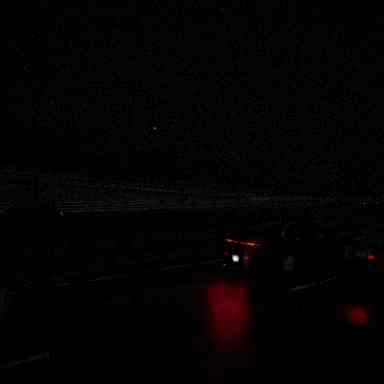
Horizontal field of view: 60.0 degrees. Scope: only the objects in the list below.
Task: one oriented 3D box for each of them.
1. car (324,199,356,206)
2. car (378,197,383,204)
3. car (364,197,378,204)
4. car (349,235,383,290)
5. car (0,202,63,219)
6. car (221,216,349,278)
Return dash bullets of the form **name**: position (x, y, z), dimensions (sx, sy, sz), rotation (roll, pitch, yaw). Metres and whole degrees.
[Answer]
- **car**: position (19.493, 1.573, 43.671), dimensions (5.357, 1.411, 2.033), rotation (0, 0, -35)
- **car**: position (23.571, 1.551, 37.981), dimensions (4.674, 1.442, 1.812), rotation (0, 0, -35)
- **car**: position (23.889, 1.378, 42.498), dimensions (4.553, 1.767, 2.097), rotation (0, 0, -35)
- **car**: position (5.901, 1.574, 7.953), dimensions (4.181, 1.385, 1.994), rotation (0, 0, -35)
- **car**: position (-9.626, 1.357, 18.622), dimensions (4.553, 1.767, 2.097), rotation (0, 0, -35)
- **car**: position (3.126, 1.514, 10.272), dimensions (4.892, 1.490, 1.837), rotation (0, 0, -35)
